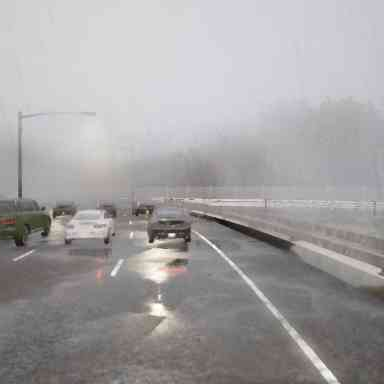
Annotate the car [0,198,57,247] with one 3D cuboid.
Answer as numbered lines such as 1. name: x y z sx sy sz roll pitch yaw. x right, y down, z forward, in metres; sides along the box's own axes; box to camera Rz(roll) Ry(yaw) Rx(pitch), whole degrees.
1. car: -8.112 1.256 15.044 2.150 2.045 5.566 0 0 -8

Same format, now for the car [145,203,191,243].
1. car: -1.180 1.514 16.018 1.837 1.490 4.892 0 0 -8

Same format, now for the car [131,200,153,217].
1. car: -4.644 1.515 31.876 1.837 1.490 4.892 0 0 -16

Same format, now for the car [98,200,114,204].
1. car: -8.002 1.515 30.888 1.837 1.490 4.892 0 0 -16

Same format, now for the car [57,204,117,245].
1. car: -4.644 1.531 15.516 1.812 1.442 4.674 0 0 -8

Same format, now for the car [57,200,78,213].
1. car: -11.359 1.514 29.900 1.837 1.490 4.892 0 0 -16
